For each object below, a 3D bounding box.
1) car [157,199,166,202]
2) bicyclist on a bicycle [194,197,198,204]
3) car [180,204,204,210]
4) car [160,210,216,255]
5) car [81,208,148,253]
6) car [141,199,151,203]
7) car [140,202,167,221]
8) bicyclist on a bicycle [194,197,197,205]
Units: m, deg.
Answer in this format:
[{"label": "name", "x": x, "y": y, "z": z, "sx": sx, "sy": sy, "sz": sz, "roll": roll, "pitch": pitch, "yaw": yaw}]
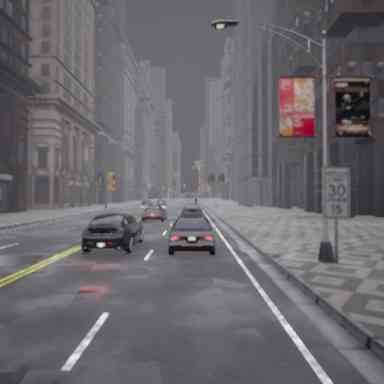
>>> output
[{"label": "car", "x": -6.520, "y": 2.217, "z": 70.971, "sx": 2.128, "sy": 1.511, "sz": 4.902, "roll": 0, "pitch": -1, "yaw": 0}, {"label": "bicyclist on a bicycle", "x": 0.873, "y": 2.049, "z": 69.598, "sx": 0.659, "sy": 1.776, "sz": 1.843, "roll": 0, "pitch": 0, "yaw": 0}, {"label": "car", "x": -0.005, "y": 1.797, "z": 29.295, "sx": 1.837, "sy": 1.490, "sz": 4.892, "roll": 0, "pitch": 0, "yaw": 0}, {"label": "car", "x": -0.004, "y": 1.684, "z": 13.990, "sx": 2.033, "sy": 1.411, "sz": 5.357, "roll": 0, "pitch": -1, "yaw": 0}, {"label": "car", "x": -3.252, "y": 1.648, "z": 14.301, "sx": 1.837, "sy": 1.490, "sz": 4.892, "roll": 0, "pitch": 0, "yaw": 0}, {"label": "car", "x": -9.770, "y": 2.244, "z": 70.971, "sx": 1.994, "sy": 1.385, "sz": 4.181, "roll": 0, "pitch": -1, "yaw": 0}, {"label": "car", "x": -3.255, "y": 1.853, "z": 29.306, "sx": 1.994, "sy": 1.385, "sz": 4.181, "roll": 0, "pitch": -1, "yaw": 0}, {"label": "bicyclist on a bicycle", "x": 0.871, "y": 2.134, "z": 78.599, "sx": 0.659, "sy": 1.776, "sz": 1.843, "roll": 0, "pitch": 0, "yaw": 0}]
